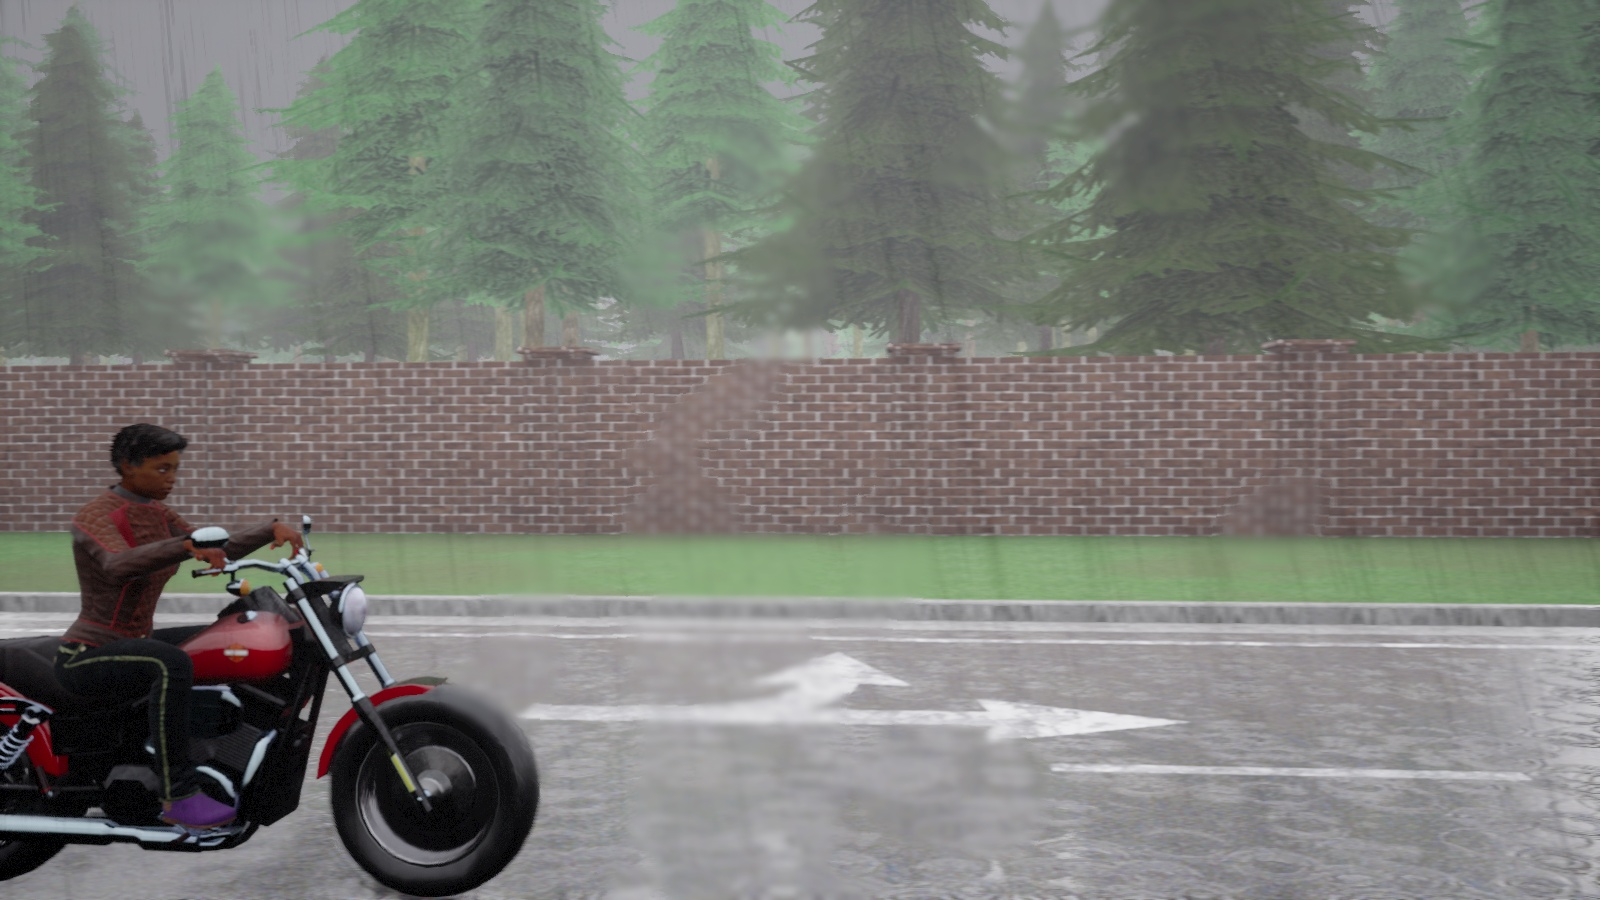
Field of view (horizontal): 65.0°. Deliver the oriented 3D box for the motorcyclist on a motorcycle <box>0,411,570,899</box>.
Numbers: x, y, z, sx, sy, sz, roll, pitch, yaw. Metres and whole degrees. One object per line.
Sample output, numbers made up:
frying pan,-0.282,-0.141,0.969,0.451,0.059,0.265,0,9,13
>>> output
motorcyclist on a motorcycle,-2.059,0.699,4.370,2.350,1.649,0.766,0,1,5
